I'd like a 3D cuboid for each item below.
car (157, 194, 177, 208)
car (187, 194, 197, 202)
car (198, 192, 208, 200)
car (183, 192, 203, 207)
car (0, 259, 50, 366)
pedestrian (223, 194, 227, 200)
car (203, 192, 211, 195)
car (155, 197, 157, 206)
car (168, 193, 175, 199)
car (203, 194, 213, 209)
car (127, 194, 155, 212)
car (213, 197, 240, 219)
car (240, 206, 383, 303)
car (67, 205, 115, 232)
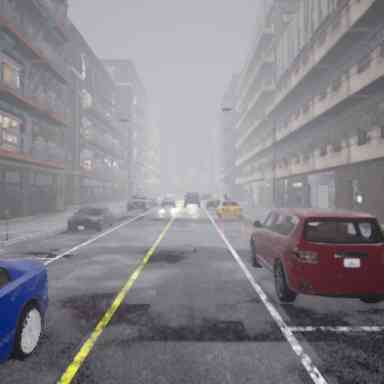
[{"bbox_3d":[-3.070,1.351,43.842,1.895,1.301,4.718,0,0,0],"label":"car"},{"bbox_3d":[0.017,1.161,64.860,1.812,1.442,4.674,0,0,0],"label":"car"},{"bbox_3d":[2.724,0.866,80.397,2.192,1.841,5.009,1,0,0],"label":"car"},{"bbox_3d":[0.038,0.971,44.577,2.150,2.045,5.566,0,1,1],"label":"car"},{"bbox_3d":[-3.100,1.459,3.051,1.882,1.535,5.008,0,0,0],"label":"car"},{"bbox_3d":[3.008,1.119,30.615,0.375,1.860,0.375,1,0,-3],"label":"pedestrian"},{"bbox_3d":[2.719,0.957,63.694,2.192,1.841,5.009,1,0,0],"label":"car"},{"bbox_3d":[-5.668,1.315,47.027,1.802,1.307,4.206,1,0,0],"label":"car"},{"bbox_3d":[-5.657,1.018,91.400,1.752,1.417,4.829,1,0,0],"label":"car"},{"bbox_3d":[2.711,1.330,41.423,1.947,1.339,4.313,1,0,0],"label":"car"},{"bbox_3d":[-5.667,1.110,35.889,2.192,1.841,5.009,1,0,0],"label":"car"},{"bbox_3d":[3.008,1.297,27.612,1.801,1.575,5.366,0,0,0],"label":"car"},{"bbox_3d":[2.706,1.268,8.015,2.192,1.841,5.009,1,0,0],"label":"car"},{"bbox_3d":[-5.675,1.455,19.188,1.947,1.339,4.313,1,0,0],"label":"car"}]
